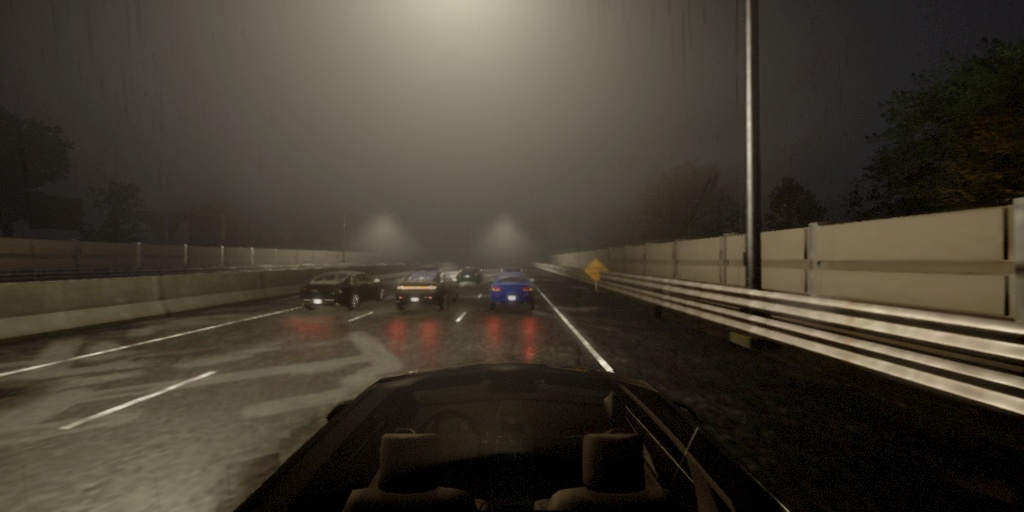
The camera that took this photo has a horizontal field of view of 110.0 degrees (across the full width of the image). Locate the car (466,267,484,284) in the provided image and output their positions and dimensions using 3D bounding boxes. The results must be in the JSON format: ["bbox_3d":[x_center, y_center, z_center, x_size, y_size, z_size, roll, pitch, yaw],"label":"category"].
[{"bbox_3d":[-3.499,1.607,30.299,1.994,1.385,4.181,0,0,1],"label":"car"}]

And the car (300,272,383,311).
[{"bbox_3d":[-6.988,1.396,15.352,1.837,1.490,4.892,0,0,0],"label":"car"}]

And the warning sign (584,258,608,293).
[{"bbox_3d":[4.539,1.045,19.310,1.300,1.860,1.060,0,0,0],"label":"warning sign"}]

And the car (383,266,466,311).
[{"bbox_3d":[-3.488,1.382,15.365,2.128,1.511,4.902,0,0,0],"label":"car"}]

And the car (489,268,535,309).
[{"bbox_3d":[0.015,1.419,15.752,1.812,1.442,4.674,0,0,0],"label":"car"}]

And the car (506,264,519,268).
[{"bbox_3d":[0.002,1.607,30.358,1.994,1.385,4.181,0,-1,0],"label":"car"}]
